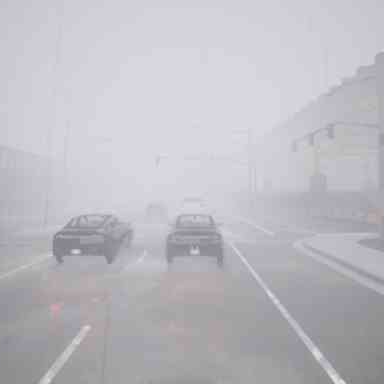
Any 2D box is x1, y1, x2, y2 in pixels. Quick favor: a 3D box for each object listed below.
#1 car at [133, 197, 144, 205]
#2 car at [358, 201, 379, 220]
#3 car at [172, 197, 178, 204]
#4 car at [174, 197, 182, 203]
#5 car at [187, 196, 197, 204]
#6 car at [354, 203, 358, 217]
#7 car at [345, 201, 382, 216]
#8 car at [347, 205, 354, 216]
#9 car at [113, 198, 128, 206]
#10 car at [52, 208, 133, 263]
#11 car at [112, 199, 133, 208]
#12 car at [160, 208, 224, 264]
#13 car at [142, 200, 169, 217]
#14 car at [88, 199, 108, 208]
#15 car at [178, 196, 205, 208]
[{"bbox_3d":[-10.509,1.818,65.600,1.882,1.535,5.008,0,0,0],"label":"car"},{"bbox_3d":[15.977,1.433,26.167,1.853,1.218,4.536,0,0,-36],"label":"car"},{"bbox_3d":[-3.498,1.942,75.038,1.994,1.385,4.181,0,0,0],"label":"car"},{"bbox_3d":[-3.498,2.016,83.777,1.895,1.301,4.718,0,0,0],"label":"car"},{"bbox_3d":[0.002,1.741,74.375,2.097,1.767,4.553,0,0,0],"label":"car"},{"bbox_3d":[15.945,1.590,26.208,2.038,1.542,4.974,0,0,-36],"label":"car"},{"bbox_3d":[15.970,1.457,30.854,1.853,1.218,4.536,0,0,44],"label":"car"},{"bbox_3d":[15.935,1.614,30.816,2.038,1.542,4.974,0,0,44],"label":"car"},{"bbox_3d":[-14.004,1.940,65.700,1.895,1.301,4.718,0,0,0],"label":"car"},{"bbox_3d":[-3.406,1.555,12.208,2.128,1.511,4.902,0,0,0],"label":"car"},{"bbox_3d":[-10.571,1.785,49.874,1.812,1.442,4.674,0,0,0],"label":"car"},{"bbox_3d":[0.094,1.555,12.103,2.128,1.511,4.902,0,0,0],"label":"car"},{"bbox_3d":[-3.402,1.675,32.781,1.837,1.490,4.892,0,0,0],"label":"car"},{"bbox_3d":[-14.069,1.765,49.964,1.837,1.490,4.892,0,0,0],"label":"car"},{"bbox_3d":[0.099,1.387,31.833,2.150,2.045,5.566,0,0,0],"label":"car"}]
